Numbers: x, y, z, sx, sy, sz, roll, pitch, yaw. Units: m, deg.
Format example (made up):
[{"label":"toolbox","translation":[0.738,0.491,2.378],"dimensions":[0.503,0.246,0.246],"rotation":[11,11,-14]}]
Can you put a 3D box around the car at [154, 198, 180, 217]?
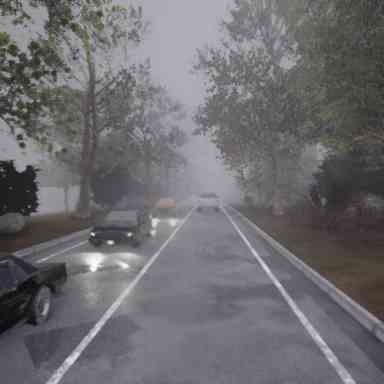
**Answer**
[{"label":"car","translation":[-2.166,1.269,29.146],"dimensions":[1.882,1.535,5.008],"rotation":[1,0,3]}]

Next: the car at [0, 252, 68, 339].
[{"label":"car","translation":[-3.499,1.564,4.340],"dimensions":[1.895,1.301,4.718],"rotation":[1,0,4]}]

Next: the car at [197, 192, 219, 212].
[{"label":"car","translation":[1.780,1.013,36.151],"dimensions":[2.150,2.045,5.566],"rotation":[1,0,3]}]

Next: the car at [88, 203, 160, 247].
[{"label":"car","translation":[-2.920,1.463,14.929],"dimensions":[2.033,1.411,5.357],"rotation":[1,0,2]}]
